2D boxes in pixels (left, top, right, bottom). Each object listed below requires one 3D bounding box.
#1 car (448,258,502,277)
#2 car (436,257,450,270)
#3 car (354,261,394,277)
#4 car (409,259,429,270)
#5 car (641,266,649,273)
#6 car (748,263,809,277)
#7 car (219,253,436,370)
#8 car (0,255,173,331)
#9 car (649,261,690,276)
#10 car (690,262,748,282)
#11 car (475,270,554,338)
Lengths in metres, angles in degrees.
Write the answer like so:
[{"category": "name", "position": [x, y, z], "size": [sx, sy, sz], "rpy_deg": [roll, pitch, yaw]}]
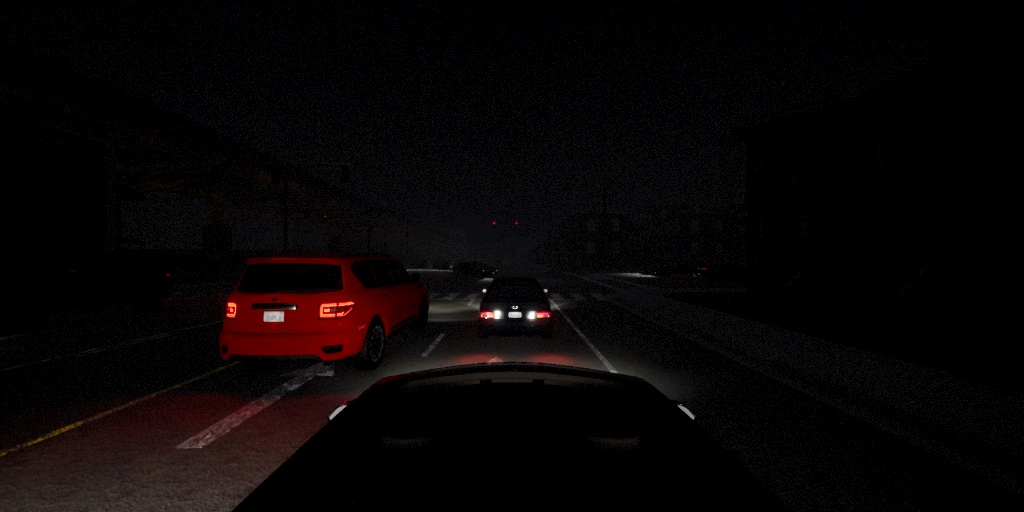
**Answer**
[{"category": "car", "position": [-3.460, 1.253, 33.227], "size": [4.892, 1.490, 1.837], "rpy_deg": [0, 1, 42]}, {"category": "car", "position": [-10.577, 1.294, 53.370], "size": [2.033, 1.411, 5.357], "rpy_deg": [0, 0, 0]}, {"category": "car", "position": [-14.097, 1.295, 36.971], "size": [2.033, 1.411, 5.357], "rpy_deg": [0, 0, 0]}, {"category": "car", "position": [-14.085, 1.252, 54.536], "size": [1.837, 1.490, 4.892], "rpy_deg": [0, 0, 0]}, {"category": "car", "position": [17.107, 1.295, 39.369], "size": [5.357, 1.411, 2.033], "rpy_deg": [0, 0, 2]}, {"category": "car", "position": [26.557, 1.348, 35.876], "size": [4.718, 1.301, 1.895], "rpy_deg": [0, 0, 0]}, {"category": "car", "position": [-3.425, 0.971, 7.872], "size": [2.150, 2.045, 5.566], "rpy_deg": [0, 0, 0]}, {"category": "car", "position": [-14.099, 0.971, 11.386], "size": [2.150, 2.045, 5.566], "rpy_deg": [0, 0, 0]}, {"category": "car", "position": [17.001, 1.295, 35.884], "size": [5.357, 1.411, 2.033], "rpy_deg": [0, 0, 0]}, {"category": "car", "position": [17.421, 1.239, 28.720], "size": [4.902, 1.511, 2.128], "rpy_deg": [0, 0, 0]}, {"category": "car", "position": [0.084, 1.297, 10.125], "size": [2.033, 1.411, 5.357], "rpy_deg": [0, 0, 0]}]
